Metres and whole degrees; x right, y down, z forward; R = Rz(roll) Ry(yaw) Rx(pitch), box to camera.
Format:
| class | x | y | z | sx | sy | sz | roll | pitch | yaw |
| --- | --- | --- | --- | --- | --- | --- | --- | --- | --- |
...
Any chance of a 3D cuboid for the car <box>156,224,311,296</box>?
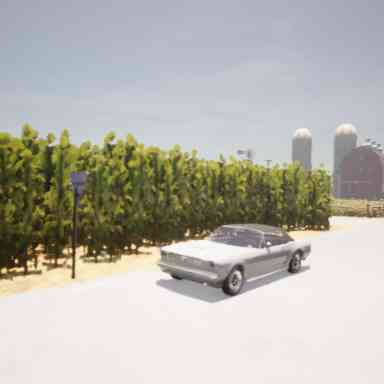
| class | x | y | z | sx | sy | sz | roll | pitch | yaw |
| --- | --- | --- | --- | --- | --- | --- | --- | --- | --- |
| car | 1.330 | 1.560 | 8.817 | 1.895 | 1.301 | 4.718 | 3 | 1 | 43 |
